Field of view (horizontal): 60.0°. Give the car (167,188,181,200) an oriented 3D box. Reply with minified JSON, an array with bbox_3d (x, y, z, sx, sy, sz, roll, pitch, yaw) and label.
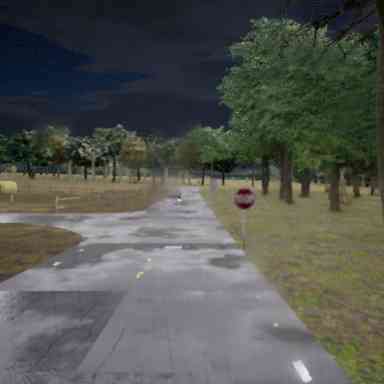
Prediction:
[{"bbox_3d":[-2.768,0.227,52.554,2.097,1.767,4.553,0,2,0],"label":"car"}]
